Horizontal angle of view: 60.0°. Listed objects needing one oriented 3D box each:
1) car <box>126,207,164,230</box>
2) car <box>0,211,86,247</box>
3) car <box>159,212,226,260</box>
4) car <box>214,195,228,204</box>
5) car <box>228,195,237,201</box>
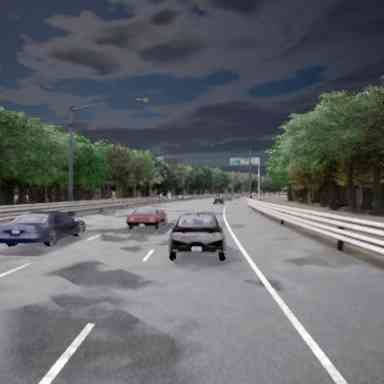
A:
[{"bbox_3d":[-2.770,1.630,21.424,1.895,1.301,4.718,0,0,3],"label":"car"},{"bbox_3d":[-6.578,1.559,15.074,2.033,1.411,5.357,0,0,2],"label":"car"},{"bbox_3d":[0.230,1.512,12.515,2.128,1.511,4.902,0,0,2],"label":"car"},{"bbox_3d":[5.325,1.583,64.245,1.837,1.490,4.892,0,0,9],"label":"car"},{"bbox_3d":[9.767,1.610,87.298,2.128,1.511,4.902,0,0,12],"label":"car"}]
